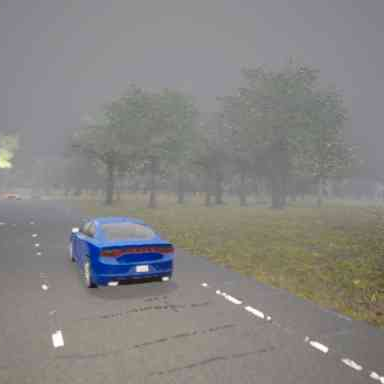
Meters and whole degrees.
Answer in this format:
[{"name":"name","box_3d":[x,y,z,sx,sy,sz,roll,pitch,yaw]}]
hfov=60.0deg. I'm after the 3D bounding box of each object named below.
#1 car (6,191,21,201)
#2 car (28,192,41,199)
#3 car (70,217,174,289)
[{"name":"car","box_3d":[-31.925,0.618,59.567,2.097,1.767,4.553,2,0,-22]},{"name":"car","box_3d":[-33.577,0.828,71.524,2.033,1.411,5.357,2,0,-27]},{"name":"car","box_3d":[-2.152,1.430,9.201,1.882,1.535,5.008,2,0,-27]}]
